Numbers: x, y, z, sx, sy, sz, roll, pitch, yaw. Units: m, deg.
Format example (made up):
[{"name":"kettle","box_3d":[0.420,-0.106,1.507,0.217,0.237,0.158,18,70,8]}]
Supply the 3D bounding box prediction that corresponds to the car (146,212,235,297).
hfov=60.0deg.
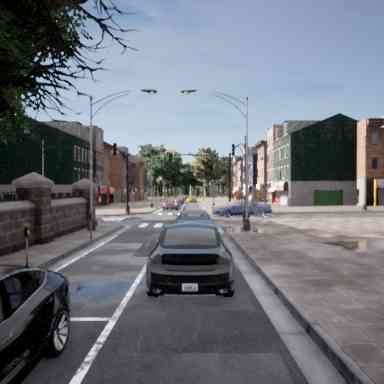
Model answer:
[{"name":"car","box_3d":[-0.025,1.504,8.537,1.837,1.490,4.892,0,0,0]}]

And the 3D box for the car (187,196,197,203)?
[{"name":"car","box_3d":[-0.006,1.571,71.774,1.882,1.535,5.008,0,0,0]}]

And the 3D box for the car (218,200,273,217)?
[{"name":"car","box_3d":[4.453,1.477,29.887,5.357,1.411,2.033,-1,1,0]}]

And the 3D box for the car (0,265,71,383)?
[{"name":"car","box_3d":[-2.645,1.565,3.301,1.947,1.339,4.313,-1,0,0]}]

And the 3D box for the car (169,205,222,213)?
[{"name":"car","box_3d":[0.096,1.549,16.040,2.033,1.411,5.357,0,0,0]}]

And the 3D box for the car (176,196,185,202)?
[{"name":"car","box_3d":[-2.665,1.678,79.664,1.947,1.339,4.313,-1,0,0]}]

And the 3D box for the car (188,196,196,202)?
[{"name":"car","box_3d":[-0.020,1.659,82.208,2.033,1.411,5.357,0,0,0]}]

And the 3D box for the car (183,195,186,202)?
[{"name":"car","box_3d":[-2.662,1.618,63.360,1.887,1.381,4.507,-1,0,0]}]

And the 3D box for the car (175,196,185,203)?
[{"name":"car","box_3d":[-2.664,1.644,74.229,1.887,1.381,4.507,-1,0,0]}]

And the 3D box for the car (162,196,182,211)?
[{"name":"car","box_3d":[-2.657,1.471,41.621,1.967,1.590,4.097,-1,0,0]}]
